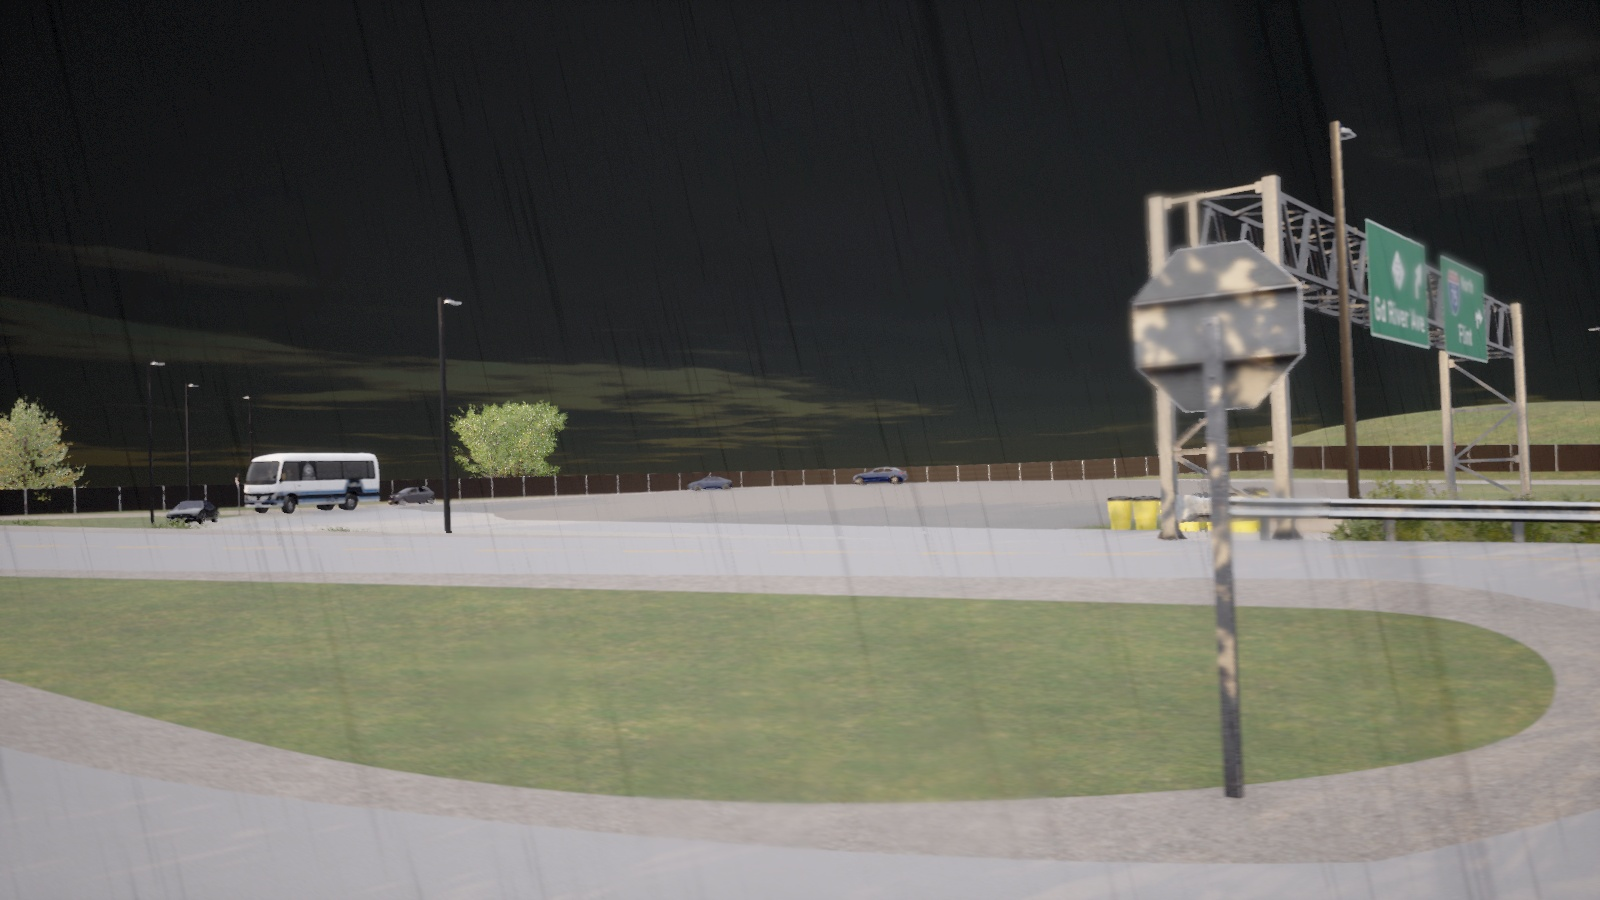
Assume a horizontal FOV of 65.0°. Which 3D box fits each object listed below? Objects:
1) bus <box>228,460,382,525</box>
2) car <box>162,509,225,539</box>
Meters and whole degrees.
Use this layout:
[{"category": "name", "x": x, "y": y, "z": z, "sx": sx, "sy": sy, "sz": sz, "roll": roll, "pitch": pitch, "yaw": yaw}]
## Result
[{"category": "bus", "x": -35.591, "y": 3.000, "z": 90.832, "sx": 3.944, "sy": 4.253, "sz": 10.273, "roll": -2, "pitch": -1, "yaw": 26}, {"category": "car", "x": -35.460, "y": 4.286, "z": 73.553, "sx": 2.033, "sy": 1.411, "sz": 5.357, "roll": -3, "pitch": 0, "yaw": -11}]
